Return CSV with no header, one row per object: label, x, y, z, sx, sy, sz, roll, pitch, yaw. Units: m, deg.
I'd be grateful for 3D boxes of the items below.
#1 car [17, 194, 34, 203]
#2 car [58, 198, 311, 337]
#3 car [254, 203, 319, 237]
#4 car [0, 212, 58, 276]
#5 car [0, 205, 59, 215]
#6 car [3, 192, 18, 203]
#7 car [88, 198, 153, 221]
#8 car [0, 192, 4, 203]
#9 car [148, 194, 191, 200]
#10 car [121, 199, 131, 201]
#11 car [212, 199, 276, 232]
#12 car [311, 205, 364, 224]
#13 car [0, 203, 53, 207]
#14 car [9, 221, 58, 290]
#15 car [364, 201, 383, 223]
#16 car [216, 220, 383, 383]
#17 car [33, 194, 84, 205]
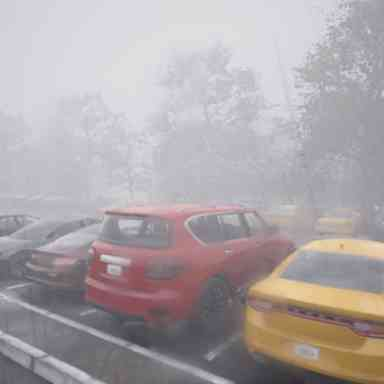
car,-14.665,1.089,34.146,2.097,1.535,5.008,2,1,36
car,0.408,1.260,7.138,2.435,2.045,5.566,0,0,36
car,5.666,1.502,19.437,2.097,1.535,5.008,0,0,36
car,-4.138,1.521,10.356,2.163,1.488,4.792,0,0,36
car,-6.382,1.471,12.009,2.097,1.535,5.008,1,0,36
car,-16.925,1.000,35.781,2.097,1.535,5.008,2,1,36
car,-5.737,1.354,27.465,1.946,1.575,5.366,1,1,36
car,-19.200,0.932,37.397,2.163,1.488,4.792,3,2,36
car,-1.090,1.188,24.367,2.435,2.045,5.566,1,1,36
car,-3.366,1.402,25.985,2.097,1.535,5.008,1,1,36
car,3.432,1.363,21.099,2.185,1.767,4.553,1,0,36
car,8.134,1.507,17.887,1.946,1.575,5.366,0,0,36
car,-8.642,1.443,13.644,2.097,1.535,5.008,1,0,36
car,-1.865,1.544,8.745,2.002,1.452,4.674,0,0,36
car,10.266,1.266,16.081,2.435,2.045,5.566,0,0,36
car,2.643,1.519,5.480,2.097,1.535,5.008,0,0,36
car,-12.303,1.173,32.436,2.231,1.521,4.892,2,1,36
